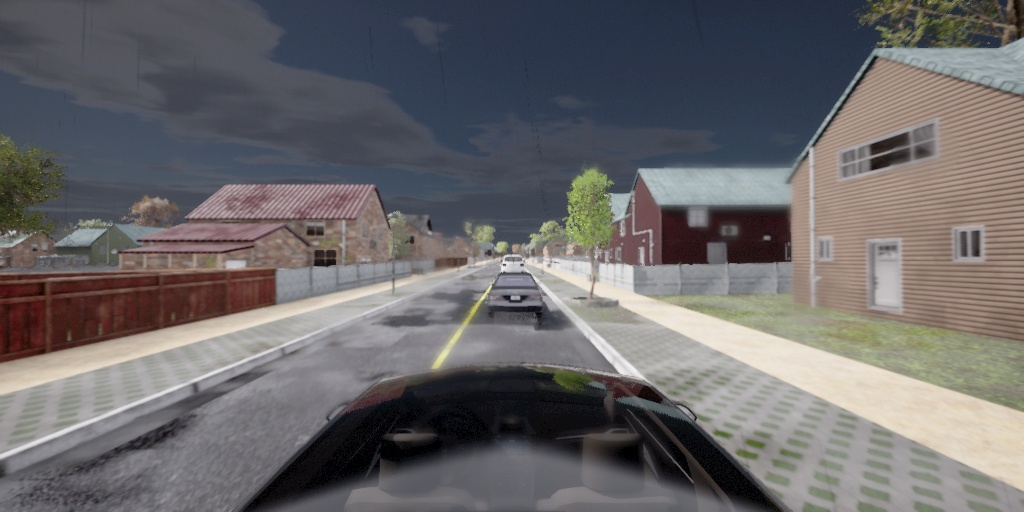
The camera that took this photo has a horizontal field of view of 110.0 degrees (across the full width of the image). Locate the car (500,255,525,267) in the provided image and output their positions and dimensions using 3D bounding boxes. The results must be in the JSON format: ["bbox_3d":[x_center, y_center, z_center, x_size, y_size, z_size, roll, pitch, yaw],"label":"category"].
[{"bbox_3d":[0.096,0.936,34.178,2.150,2.045,5.566,0,0,0],"label":"car"}]

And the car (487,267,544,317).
[{"bbox_3d":[0.103,1.286,13.159,2.033,1.411,5.357,0,0,0],"label":"car"}]
